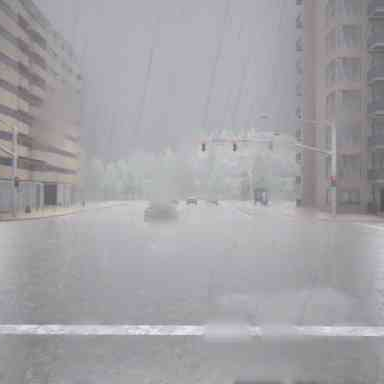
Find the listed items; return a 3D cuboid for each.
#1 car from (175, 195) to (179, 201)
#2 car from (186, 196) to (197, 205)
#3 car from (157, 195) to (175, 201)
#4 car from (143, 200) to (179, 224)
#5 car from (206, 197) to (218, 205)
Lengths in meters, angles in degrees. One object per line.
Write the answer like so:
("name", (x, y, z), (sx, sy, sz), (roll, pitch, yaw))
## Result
("car", (-3.537, 1.350, 59.904), (2.097, 1.767, 4.553), (0, 0, 0))
("car", (-0.031, 1.526, 60.129), (1.812, 1.442, 4.674), (0, 0, 0))
("car", (-3.617, 1.477, 42.031), (1.882, 1.535, 5.008), (0, 0, 0))
("car", (-2.502, 1.564, 25.121), (1.994, 1.385, 4.181), (0, 0, -16))
("car", (3.603, 1.547, 59.488), (2.033, 1.411, 5.357), (0, 0, 2))
